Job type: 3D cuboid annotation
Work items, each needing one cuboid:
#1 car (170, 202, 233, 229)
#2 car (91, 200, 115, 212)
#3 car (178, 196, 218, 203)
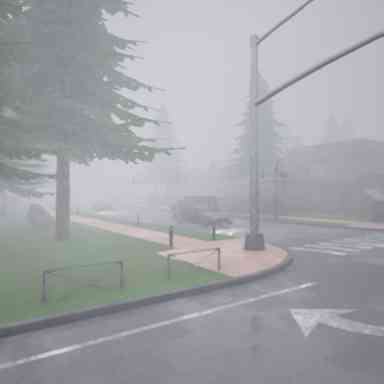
[{"bbox_3d":[0.544,1.684,23.601,2.033,1.411,5.357,0,0,-35],"label":"car"},{"bbox_3d":[-10.825,1.701,40.337,1.994,1.385,4.181,0,0,-31],"label":"car"},{"bbox_3d":[0.190,1.353,30.477,2.150,2.045,5.566,0,0,-36],"label":"car"}]
